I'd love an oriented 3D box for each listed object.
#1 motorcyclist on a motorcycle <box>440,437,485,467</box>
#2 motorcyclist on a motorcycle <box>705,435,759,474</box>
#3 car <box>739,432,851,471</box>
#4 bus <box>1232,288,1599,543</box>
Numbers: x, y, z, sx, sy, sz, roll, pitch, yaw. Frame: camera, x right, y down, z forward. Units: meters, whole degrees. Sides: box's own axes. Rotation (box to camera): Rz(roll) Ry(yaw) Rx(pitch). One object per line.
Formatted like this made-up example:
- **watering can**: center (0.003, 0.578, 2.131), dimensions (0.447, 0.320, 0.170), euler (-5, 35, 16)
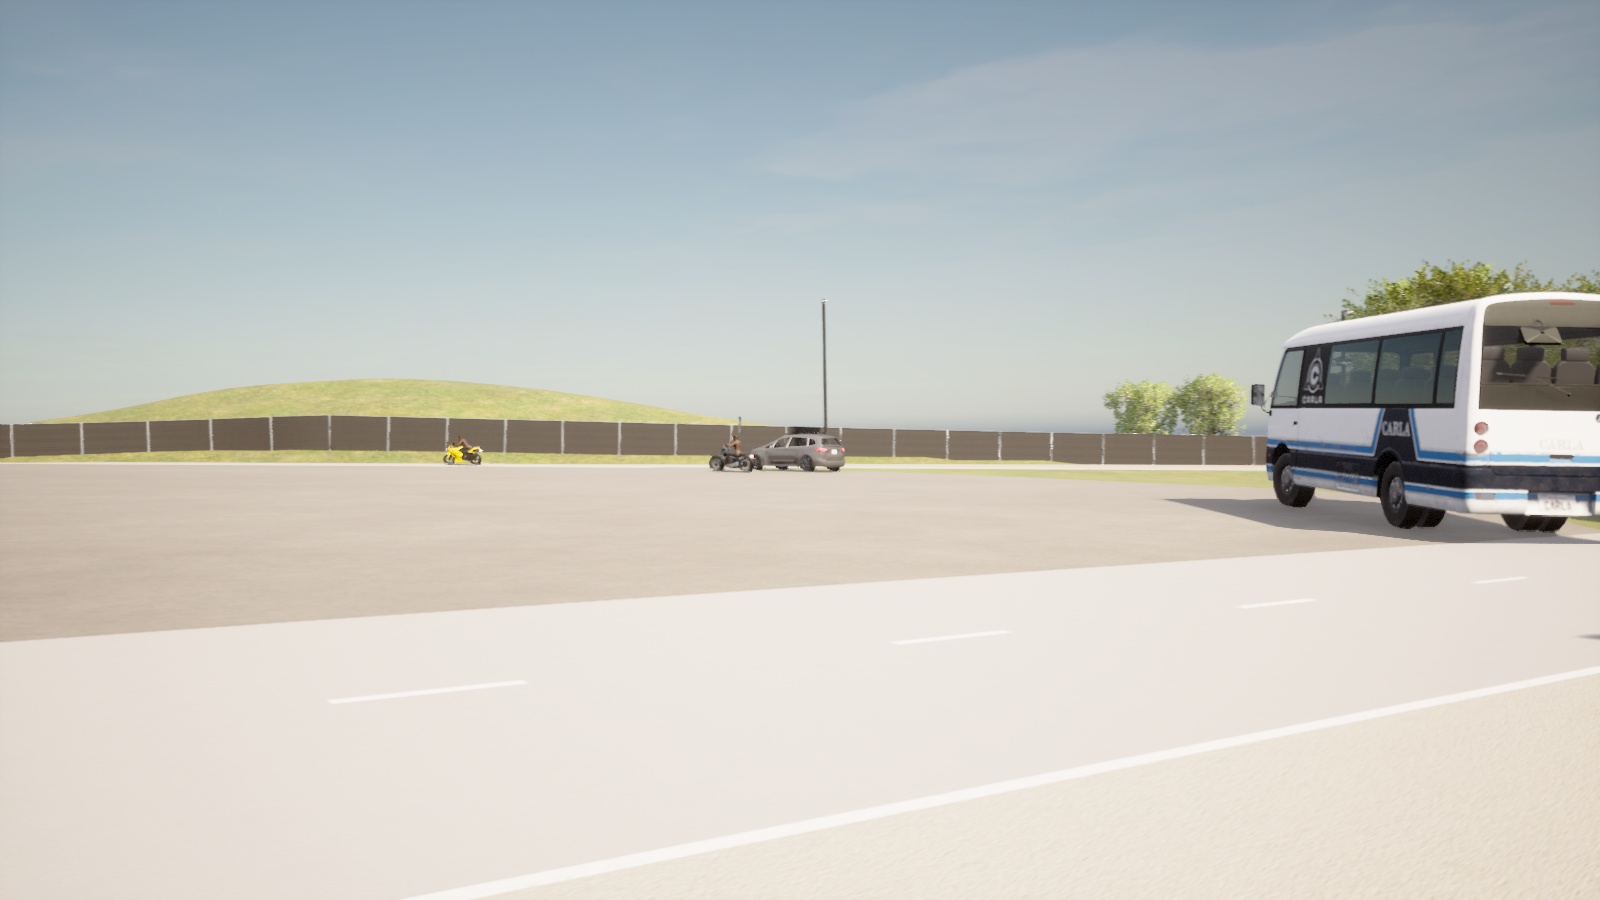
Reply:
- **motorcyclist on a motorcycle**: center (-16.997, 0.093, 63.204), dimensions (2.044, 1.523, 0.797), euler (0, 1, 8)
- **motorcyclist on a motorcycle**: center (-2.959, 0.178, 54.159), dimensions (2.350, 1.649, 0.766), euler (0, 1, 35)
- **car**: center (-0.243, 0.048, 56.543), dimensions (4.611, 1.667, 2.242), euler (0, 0, 37)
- **bus**: center (12.690, -0.746, 26.221), dimensions (3.944, 4.253, 10.273), euler (1, 2, 2)
